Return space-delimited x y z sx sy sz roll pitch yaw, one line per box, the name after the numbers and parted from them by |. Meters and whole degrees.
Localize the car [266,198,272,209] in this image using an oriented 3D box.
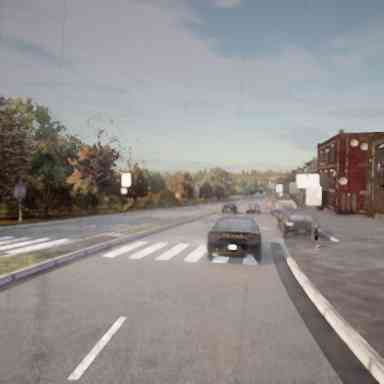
13.006 2.203 51.692 2.185 1.767 4.553 1 -1 12 | car

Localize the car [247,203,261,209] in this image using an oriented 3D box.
8.462 2.249 45.692 2.033 1.411 5.357 1 -1 13 | car

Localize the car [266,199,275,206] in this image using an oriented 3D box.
21.072 2.800 89.512 2.185 1.767 4.553 1 -1 12 | car

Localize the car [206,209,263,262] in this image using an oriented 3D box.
1.755 1.667 13.158 1.882 1.535 5.008 1 -1 11 | car

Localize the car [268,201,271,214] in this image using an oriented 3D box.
10.679 2.196 40.789 2.002 1.452 4.674 1 -1 12 | car

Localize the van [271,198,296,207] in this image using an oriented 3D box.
8.403 1.761 30.103 1.878 1.987 4.442 1 -1 12 | van

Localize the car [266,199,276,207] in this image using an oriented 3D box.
19.920 2.715 84.109 2.185 1.767 4.553 1 -1 12 | car

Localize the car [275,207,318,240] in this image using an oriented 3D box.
6.101 1.856 19.233 2.002 1.452 4.674 2 0 12 | car

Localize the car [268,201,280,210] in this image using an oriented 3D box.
15.315 2.499 62.521 2.097 1.535 5.008 1 -1 12 | car

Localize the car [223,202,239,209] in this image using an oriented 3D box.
5.470 2.176 47.177 1.837 1.490 4.892 1 -1 13 | car

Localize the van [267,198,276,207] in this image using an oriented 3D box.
18.800 2.532 78.852 1.878 1.987 4.442 1 -1 12 | van

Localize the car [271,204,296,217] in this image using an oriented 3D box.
7.230 1.930 24.612 2.163 1.488 4.792 1 -1 12 | car
